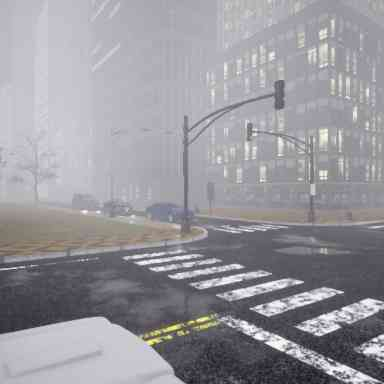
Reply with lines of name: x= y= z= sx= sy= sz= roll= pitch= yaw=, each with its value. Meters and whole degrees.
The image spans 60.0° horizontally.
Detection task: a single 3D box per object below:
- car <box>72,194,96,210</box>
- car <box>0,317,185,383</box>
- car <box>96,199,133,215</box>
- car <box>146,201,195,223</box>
car: x=-13.821 y=1.227 z=42.916 sx=2.150 sy=2.045 sz=5.566 roll=0 pitch=0 yaw=-35
car: x=-2.245 y=1.601 z=1.841 sx=4.718 sy=1.301 sz=1.895 roll=0 pitch=0 yaw=-36
car: x=-7.733 y=1.497 z=34.275 sx=2.128 sy=1.511 sz=4.902 roll=0 pitch=0 yaw=-35
car: x=-1.755 y=1.484 z=25.815 sx=1.882 sy=1.535 sz=5.008 roll=0 pitch=0 yaw=-36
